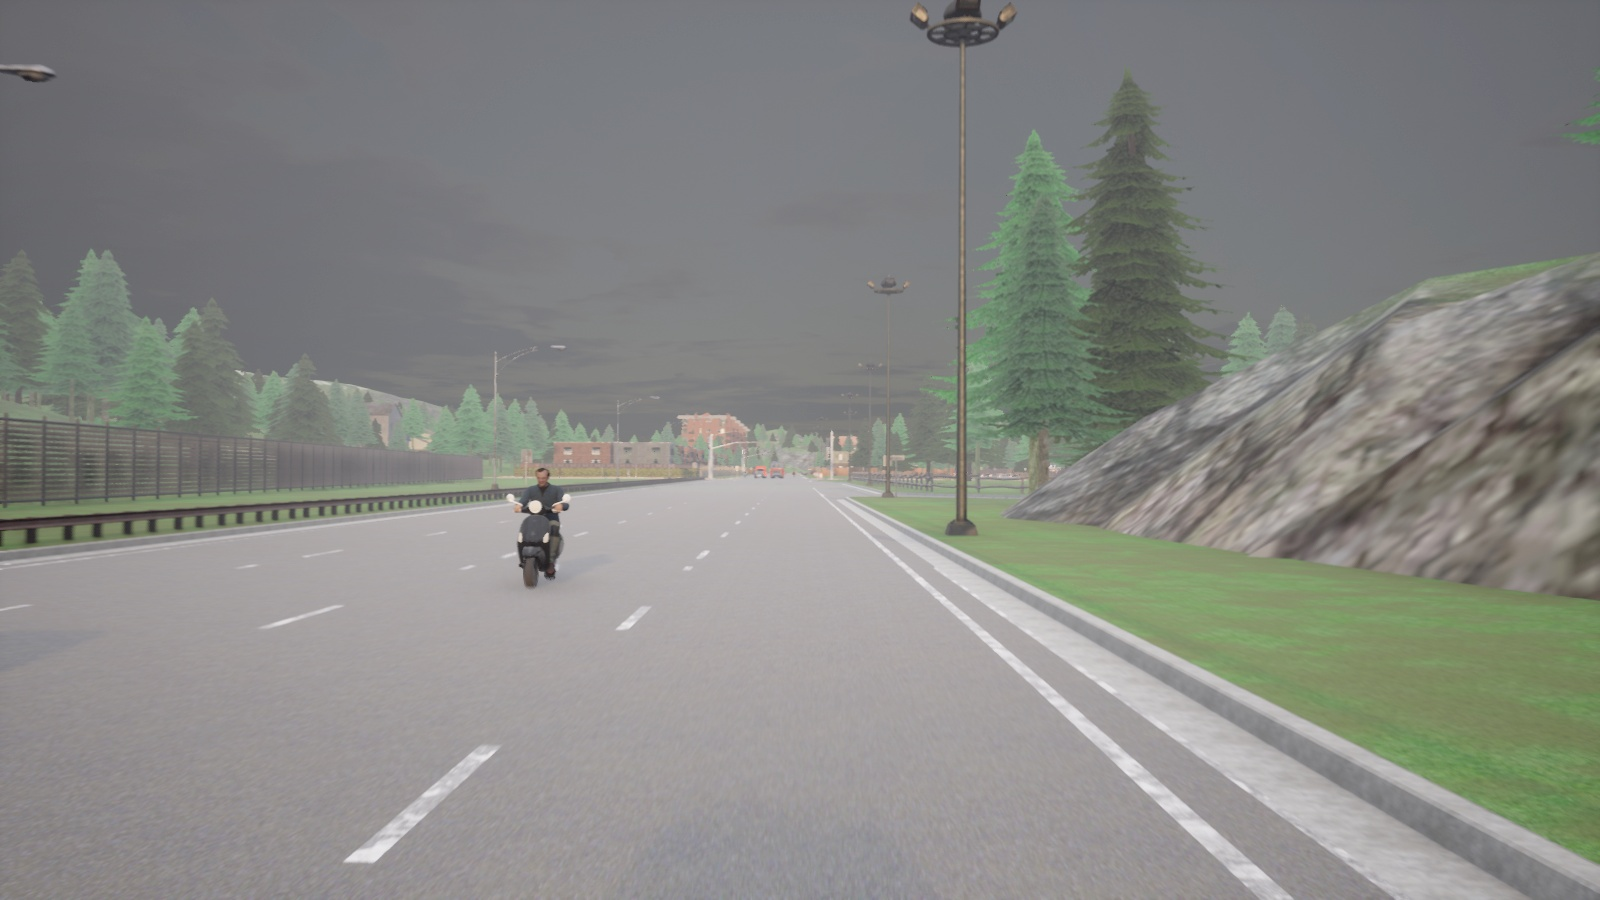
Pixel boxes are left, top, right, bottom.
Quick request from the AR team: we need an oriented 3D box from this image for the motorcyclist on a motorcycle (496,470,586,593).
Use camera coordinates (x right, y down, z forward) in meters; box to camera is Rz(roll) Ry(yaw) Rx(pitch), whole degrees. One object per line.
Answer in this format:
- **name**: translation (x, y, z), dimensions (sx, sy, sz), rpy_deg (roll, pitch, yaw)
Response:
- **motorcyclist on a motorcycle**: translation (-3.499, 1.066, 17.117), dimensions (0.866, 1.590, 1.817), rpy_deg (0, -1, 0)
